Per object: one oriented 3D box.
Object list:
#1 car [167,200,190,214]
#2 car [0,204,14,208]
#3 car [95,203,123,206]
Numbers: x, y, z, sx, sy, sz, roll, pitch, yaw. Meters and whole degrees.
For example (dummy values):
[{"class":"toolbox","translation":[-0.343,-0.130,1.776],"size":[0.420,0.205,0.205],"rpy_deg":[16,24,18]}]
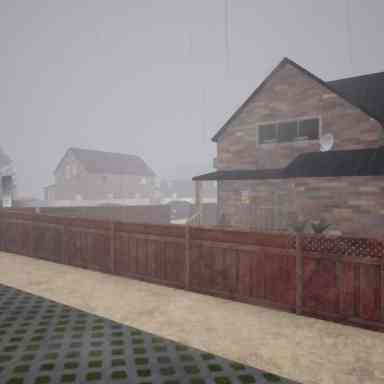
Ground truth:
[{"class":"car","translation":[-1.794,1.701,37.832],"size":[1.837,1.490,4.892],"rpy_deg":[0,0,35]},{"class":"car","translation":[-13.252,1.579,21.632],"size":[1.837,1.490,4.892],"rpy_deg":[0,0,34]},{"class":"car","translation":[-7.607,1.680,29.663],"size":[2.033,1.411,5.357],"rpy_deg":[0,0,36]}]
